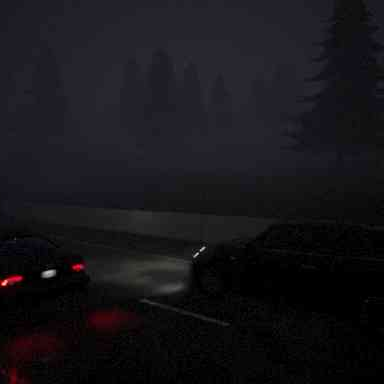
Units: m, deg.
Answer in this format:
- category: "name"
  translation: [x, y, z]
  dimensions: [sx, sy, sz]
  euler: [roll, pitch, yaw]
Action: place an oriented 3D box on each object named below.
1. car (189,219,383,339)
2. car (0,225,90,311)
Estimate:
- category: "car"
  translation: [2.139, 1.350, 6.872]
  dimensions: [4.553, 1.767, 2.097]
  euler: [1, 0, 36]
- category: "car"
  translation: [-4.514, 1.481, 7.473]
  dimensions: [5.357, 1.411, 2.033]
  euler: [1, 0, 38]
